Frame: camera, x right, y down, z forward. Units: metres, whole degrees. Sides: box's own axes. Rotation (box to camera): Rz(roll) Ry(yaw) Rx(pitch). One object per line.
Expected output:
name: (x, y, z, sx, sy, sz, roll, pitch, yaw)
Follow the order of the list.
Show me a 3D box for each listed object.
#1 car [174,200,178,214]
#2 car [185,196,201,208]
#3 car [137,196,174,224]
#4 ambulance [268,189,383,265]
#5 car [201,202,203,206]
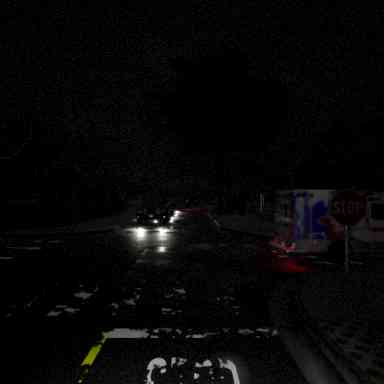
car: (-2.870, 1.721, 35.990, 1.882, 1.535, 5.008, 0, -1, 0)
car: (-0.029, 1.696, 56.626, 2.150, 2.045, 5.566, 0, -1, 1)
car: (-2.864, 1.359, 26.082, 2.150, 2.045, 5.566, 0, -1, 0)
ambulance: (6.133, 1.189, 11.868, 6.366, 2.431, 2.351, 1, -1, -1)
car: (0.868, 2.183, 67.187, 1.994, 1.385, 4.181, 0, -1, 13)
